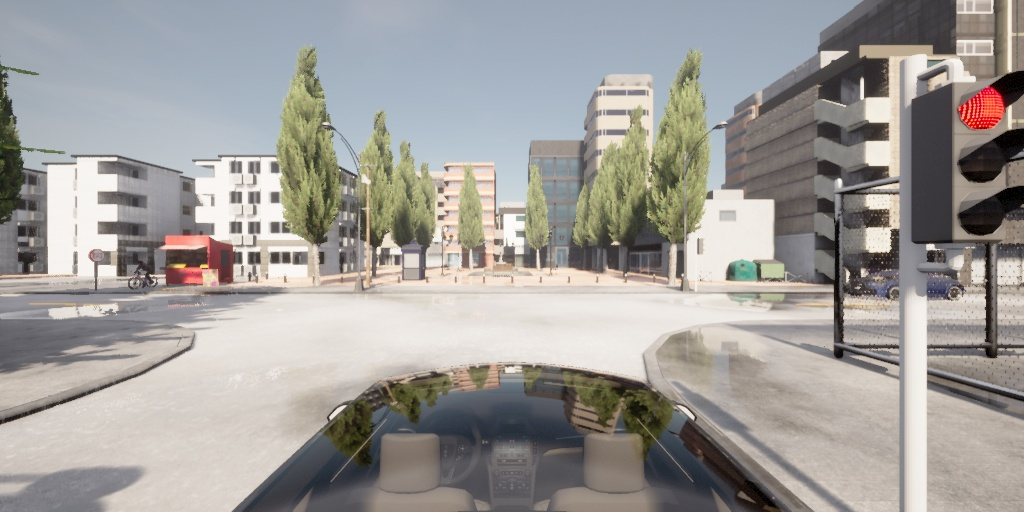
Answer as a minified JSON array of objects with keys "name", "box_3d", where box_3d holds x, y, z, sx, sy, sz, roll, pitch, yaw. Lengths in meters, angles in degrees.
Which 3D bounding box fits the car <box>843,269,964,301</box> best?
[{"name":"car","box_3d":[18.210,1.308,16.812,4.181,1.385,1.994,0,0,0]}]

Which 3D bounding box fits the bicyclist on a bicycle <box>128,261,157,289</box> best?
[{"name":"bicyclist on a bicycle","box_3d":[-21.561,1.091,20.974,0.582,1.620,1.656,0,0,0]}]
